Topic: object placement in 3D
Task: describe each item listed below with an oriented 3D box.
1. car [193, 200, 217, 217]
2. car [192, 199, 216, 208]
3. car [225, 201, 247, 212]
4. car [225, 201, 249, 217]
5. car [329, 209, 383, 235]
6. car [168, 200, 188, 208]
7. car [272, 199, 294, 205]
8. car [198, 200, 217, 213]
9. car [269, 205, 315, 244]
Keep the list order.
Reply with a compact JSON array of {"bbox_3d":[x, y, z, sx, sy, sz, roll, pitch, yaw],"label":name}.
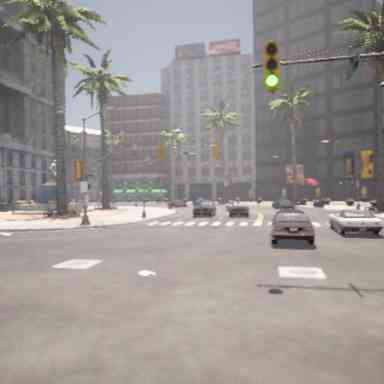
[{"bbox_3d":[1.308,1.798,33.583,1.895,1.301,4.718,-1,0,11],"label":"car"},{"bbox_3d":[1.918,1.926,55.002,1.895,1.301,4.718,-1,0,-26],"label":"car"},{"bbox_3d":[5.437,1.790,42.003,1.895,1.301,4.718,-1,0,-3],"label":"car"},{"bbox_3d":[4.693,1.743,32.867,1.895,1.301,4.718,-1,0,11],"label":"car"},{"bbox_3d":[8.925,1.588,18.555,1.895,1.301,4.718,-1,0,13],"label":"car"},{"bbox_3d":[-2.388,1.958,55.659,1.994,1.385,4.181,-1,0,-31],"label":"car"},{"bbox_3d":[12.202,1.671,44.872,1.994,1.385,4.181,-1,0,-6],"label":"car"},{"bbox_3d":[1.909,1.771,42.484,1.812,1.442,4.674,-1,0,-5],"label":"car"},{"bbox_3d":[4.713,1.581,15.973,2.033,1.411,5.357,-1,0,13],"label":"car"}]
